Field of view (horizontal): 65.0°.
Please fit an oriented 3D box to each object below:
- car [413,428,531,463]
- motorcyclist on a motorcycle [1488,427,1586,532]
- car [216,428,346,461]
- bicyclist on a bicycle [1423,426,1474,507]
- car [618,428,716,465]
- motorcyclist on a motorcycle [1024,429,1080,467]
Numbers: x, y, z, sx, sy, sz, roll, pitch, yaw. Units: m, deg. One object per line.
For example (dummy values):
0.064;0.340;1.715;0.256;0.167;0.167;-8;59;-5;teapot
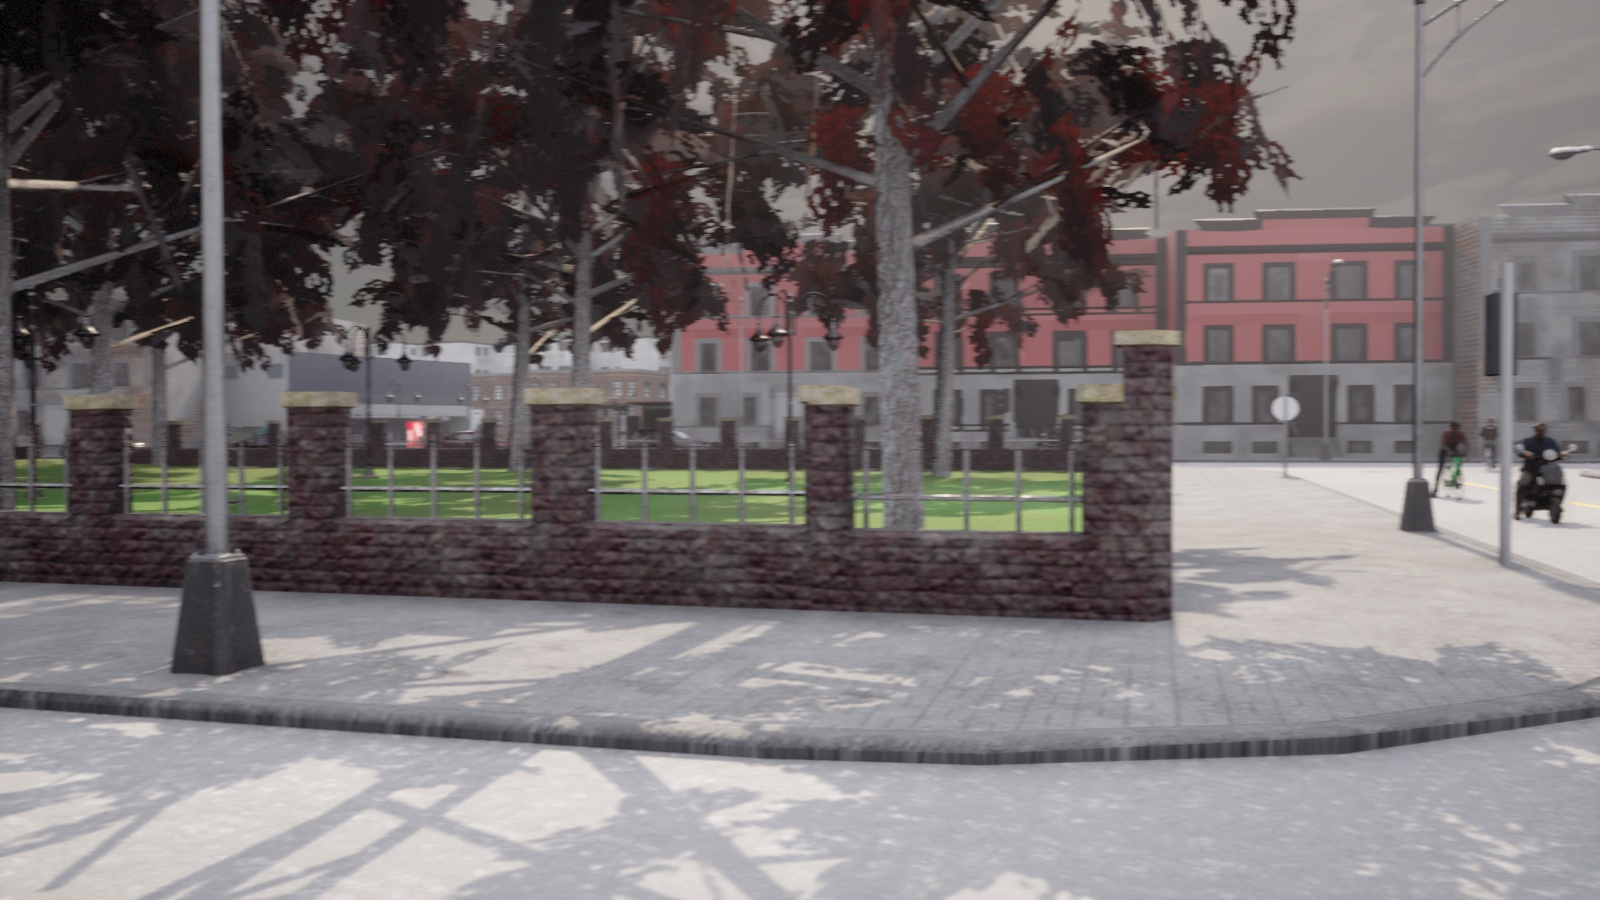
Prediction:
-14.280;-0.217;54.694;4.674;1.442;1.812;0;1;15;car
11.790;0.432;20.162;0.866;1.590;1.817;0;1;14;motorcyclist on a motorcycle
-23.662;-0.271;57.288;5.357;1.411;2.033;0;1;15;car
13.462;0.325;26.094;0.582;1.620;1.656;0;1;15;bicyclist on a bicycle
-5.536;-0.159;52.274;3.633;1.501;1.845;0;1;15;car
10.448;-0.090;52.058;2.191;1.530;0.866;0;1;15;motorcyclist on a motorcycle
